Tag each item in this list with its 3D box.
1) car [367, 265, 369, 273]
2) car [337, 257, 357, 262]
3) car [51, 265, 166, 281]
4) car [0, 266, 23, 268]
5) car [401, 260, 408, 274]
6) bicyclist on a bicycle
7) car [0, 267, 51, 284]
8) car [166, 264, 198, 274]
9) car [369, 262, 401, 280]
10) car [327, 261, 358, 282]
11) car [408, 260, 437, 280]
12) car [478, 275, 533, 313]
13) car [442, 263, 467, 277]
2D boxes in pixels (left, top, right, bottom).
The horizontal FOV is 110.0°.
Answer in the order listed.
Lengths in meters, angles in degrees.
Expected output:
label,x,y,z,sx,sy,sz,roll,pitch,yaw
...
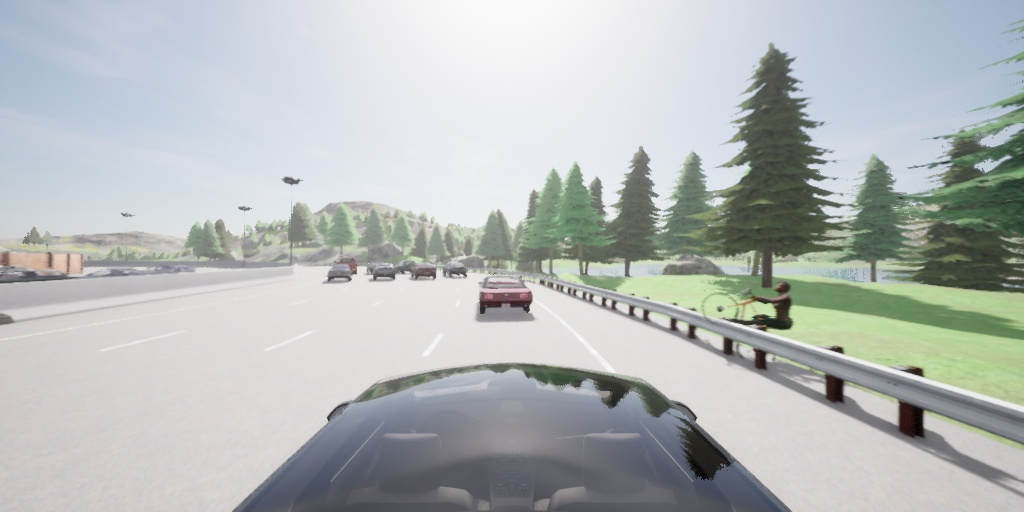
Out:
label,x,y,z,sx,sy,sz,roll,pitch,yaw
car,-16.732,1.433,44.273,2.128,1.511,4.902,0,0,-29
car,-19.370,1.153,41.837,2.150,2.045,5.566,0,0,-29
car,-22.640,1.423,20.418,1.994,1.385,4.181,0,0,-11
car,-29.687,1.430,19.845,1.994,1.385,4.181,0,0,-13
car,-13.335,1.298,45.360,2.097,1.767,4.553,0,0,-29
bicyclist on a bicycle,4.889,1.172,7.137,1.620,1.656,0.582,-39,-21,9
car,-26.241,1.422,19.392,1.895,1.301,4.718,0,0,-13
car,-24.075,1.345,25.004,2.128,1.511,4.902,0,0,-16
car,-11.718,1.382,32.889,2.128,1.511,4.902,0,0,-22
car,-14.631,1.426,30.725,2.033,1.411,5.357,0,0,-22
car,-8.431,1.374,34.129,1.882,1.535,5.008,0,0,-22
car,-0.437,1.409,14.441,1.895,1.301,4.718,0,0,-6
car,-6.072,1.421,37.692,1.837,1.490,4.892,0,0,-22
